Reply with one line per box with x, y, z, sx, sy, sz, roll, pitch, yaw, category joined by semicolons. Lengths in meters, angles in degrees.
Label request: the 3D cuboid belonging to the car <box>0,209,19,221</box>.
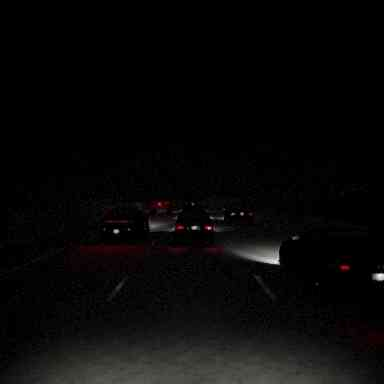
-10.604;1.589;17.043;1.812;1.442;4.674;0;0;0;car

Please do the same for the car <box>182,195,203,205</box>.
0.090;1.362;37.390;2.150;2.045;5.566;0;0;0;car

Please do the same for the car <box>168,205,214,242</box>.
0.096;1.611;16.875;2.033;1.411;5.357;0;0;0;car

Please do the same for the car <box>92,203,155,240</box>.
-3.405;1.557;17.370;2.128;1.511;4.902;0;0;0;car

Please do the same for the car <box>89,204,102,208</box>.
-17.516;2.913;61.529;1.812;1.442;4.674;0;-6;0;car

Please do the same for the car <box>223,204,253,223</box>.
3.593;1.646;26.471;2.033;1.411;5.357;0;0;0;car

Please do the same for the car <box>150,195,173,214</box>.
-3.410;1.362;37.423;2.150;2.045;5.566;0;0;0;car

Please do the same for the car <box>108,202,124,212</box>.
-14.016;2.858;61.535;1.882;1.535;5.008;0;-6;0;car

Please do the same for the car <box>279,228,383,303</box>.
3.597;1.596;8.353;1.994;1.385;4.181;0;0;0;car
